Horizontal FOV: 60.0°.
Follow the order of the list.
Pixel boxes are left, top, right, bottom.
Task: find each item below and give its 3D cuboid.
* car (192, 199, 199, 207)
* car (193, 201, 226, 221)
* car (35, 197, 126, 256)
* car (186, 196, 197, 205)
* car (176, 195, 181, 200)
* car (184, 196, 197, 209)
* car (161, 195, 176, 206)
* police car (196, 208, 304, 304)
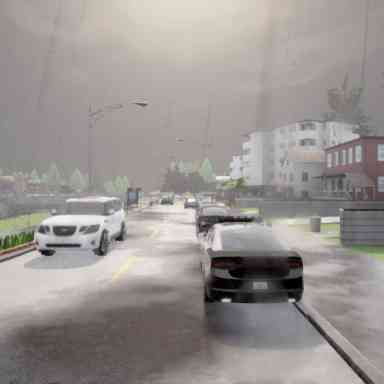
[{"bbox_3d":[1.159,1.505,24.264,1.837,1.490,4.892,0,0,0],"label":"car"},{"bbox_3d":[1.169,1.478,18.264,1.882,1.535,5.008,0,0,0],"label":"car"},{"bbox_3d":[-4.123,1.221,13.383,2.150,2.045,5.566,0,0,0],"label":"car"},{"bbox_3d":[-0.097,1.477,59.104,1.882,1.535,5.008,0,0,0],"label":"car"},{"bbox_3d":[-4.158,1.525,94.084,1.812,1.442,4.674,0,0,0],"label":"car"},{"bbox_3d":[-0.050,1.564,45.779,1.994,1.385,4.181,0,0,0],"label":"car"},{"bbox_3d":[-4.182,1.600,55.820,1.895,1.301,4.718,0,0,0],"label":"car"},{"bbox_3d":[1.186,1.425,8.374,1.930,1.638,5.238,0,0,0],"label":"police car"}]
